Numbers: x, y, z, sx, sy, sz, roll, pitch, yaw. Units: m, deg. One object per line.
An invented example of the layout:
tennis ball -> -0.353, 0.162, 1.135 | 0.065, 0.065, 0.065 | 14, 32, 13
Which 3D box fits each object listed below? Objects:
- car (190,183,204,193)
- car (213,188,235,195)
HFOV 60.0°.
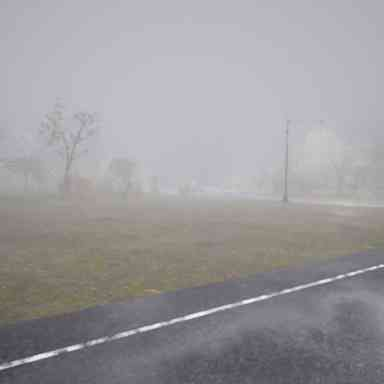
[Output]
car -> 0.342, -0.905, 72.613 | 2.150, 2.045, 5.566 | 0, 2, -36
car -> 6.146, -0.109, 64.484 | 1.895, 1.301, 4.718 | 0, 2, -36
